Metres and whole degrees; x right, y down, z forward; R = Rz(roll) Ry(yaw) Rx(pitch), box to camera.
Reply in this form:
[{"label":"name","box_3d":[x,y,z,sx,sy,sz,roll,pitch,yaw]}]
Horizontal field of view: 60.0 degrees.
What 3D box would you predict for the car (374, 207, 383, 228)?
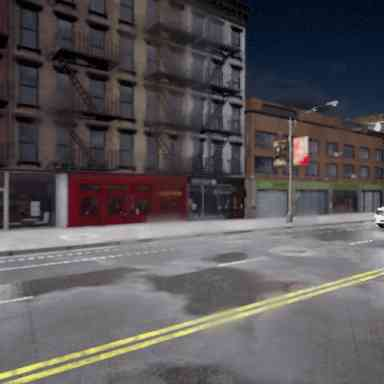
[{"label":"car","box_3d":[14.253,1.321,21.820,5.566,2.045,2.150,1,0,-35]}]
